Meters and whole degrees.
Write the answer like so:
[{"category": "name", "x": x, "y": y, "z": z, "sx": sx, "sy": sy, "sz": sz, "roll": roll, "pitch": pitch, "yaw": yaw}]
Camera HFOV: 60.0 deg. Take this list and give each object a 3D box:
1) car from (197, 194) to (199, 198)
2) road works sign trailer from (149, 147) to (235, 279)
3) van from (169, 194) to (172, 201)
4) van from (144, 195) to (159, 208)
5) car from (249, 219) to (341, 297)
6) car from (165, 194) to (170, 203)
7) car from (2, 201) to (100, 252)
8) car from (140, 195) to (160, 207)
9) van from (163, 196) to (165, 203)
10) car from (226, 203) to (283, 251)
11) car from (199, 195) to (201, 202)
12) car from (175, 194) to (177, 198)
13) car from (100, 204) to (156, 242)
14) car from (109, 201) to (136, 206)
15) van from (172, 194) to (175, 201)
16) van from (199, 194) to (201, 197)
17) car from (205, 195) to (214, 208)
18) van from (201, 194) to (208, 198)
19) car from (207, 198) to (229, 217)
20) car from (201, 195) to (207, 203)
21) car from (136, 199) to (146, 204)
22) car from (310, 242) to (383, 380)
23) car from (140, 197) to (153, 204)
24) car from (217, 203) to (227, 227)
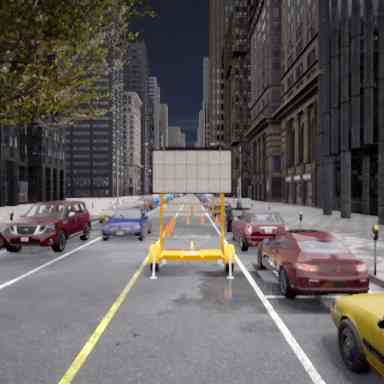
[{"category": "car", "x": 2.775, "y": 1.458, "z": 76.419, "sx": 1.967, "sy": 1.590, "sz": 4.097, "roll": 0, "pitch": 0, "yaw": 0}, {"category": "road works sign trailer", "x": 0.002, "y": 0.463, "z": 10.022, "sx": 2.380, "sy": 3.560, "sz": 2.880, "roll": 0, "pitch": 0, "yaw": 0}, {"category": "van", "x": -5.752, "y": 1.356, "z": 70.734, "sx": 1.690, "sy": 1.788, "sz": 3.998, "roll": 0, "pitch": 0, "yaw": 0}, {"category": "van", "x": -5.755, "y": 1.346, "z": 48.024, "sx": 1.690, "sy": 1.788, "sz": 3.998, "roll": 0, "pitch": 0, "yaw": 0}, {"category": "car", "x": 2.763, "y": 1.581, "z": 8.288, "sx": 1.802, "sy": 1.307, "sz": 4.206, "roll": 0, "pitch": 0, "yaw": 0}, {"category": "car", "x": -5.752, "y": 1.594, "z": 65.056, "sx": 1.802, "sy": 1.307, "sz": 4.206, "roll": 0, "pitch": 0, "yaw": 0}, {"category": "car", "x": -5.761, "y": 1.314, "z": 13.959, "sx": 2.192, "sy": 1.841, "sz": 5.009, "roll": 0, "pitch": 0, "yaw": 0}, {"category": "car", "x": -5.757, "y": 1.318, "z": 42.346, "sx": 2.192, "sy": 1.841, "sz": 5.009, "roll": 0, "pitch": 0, "yaw": 0}, {"category": "van", "x": -5.755, "y": 1.348, "z": 53.702, "sx": 1.690, "sy": 1.788, "sz": 3.998, "roll": 0, "pitch": 0, "yaw": 0}, {"category": "car", "x": 2.764, "y": 1.439, "z": 13.966, "sx": 1.967, "sy": 1.590, "sz": 4.097, "roll": 0, "pitch": 0, "yaw": 0}, {"category": "car", "x": 2.772, "y": 1.554, "z": 59.387, "sx": 1.887, "sy": 1.381, "sz": 4.507, "roll": 0, "pitch": 0, "yaw": 0}, {"category": "car", "x": -5.748, "y": 1.551, "z": 87.596, "sx": 1.752, "sy": 1.417, "sz": 4.829, "roll": 0, "pitch": 0, "yaw": 0}, {"category": "car", "x": -3.097, "y": 1.524, "z": 16.628, "sx": 1.812, "sy": 1.442, "sz": 4.674, "roll": 0, "pitch": 0, "yaw": 0}, {"category": "car", "x": -5.759, "y": 1.525, "z": 25.144, "sx": 1.752, "sy": 1.417, "sz": 4.829, "roll": 0, "pitch": 0, "yaw": 0}, {"category": "van", "x": -5.750, "y": 1.363, "z": 82.089, "sx": 1.690, "sy": 1.788, "sz": 3.998, "roll": 0, "pitch": 0, "yaw": 0}, {"category": "van", "x": 2.772, "y": 1.353, "z": 65.064, "sx": 1.690, "sy": 1.788, "sz": 3.998, "roll": 0, "pitch": 0, "yaw": 0}, {"category": "car", "x": 2.768, "y": 1.442, "z": 36.676, "sx": 1.967, "sy": 1.590, "sz": 4.097, "roll": 0, "pitch": 0, "yaw": 0}, {"category": "van", "x": 2.770, "y": 1.348, "z": 53.710, "sx": 1.690, "sy": 1.788, "sz": 3.998, "roll": 0, "pitch": 0, "yaw": 0}, {"category": "car", "x": 2.767, "y": 1.551, "z": 30.998, "sx": 2.008, "sy": 1.369, "sz": 4.403, "roll": 0, "pitch": 0, "yaw": 0}, {"category": "car", "x": 2.770, "y": 1.555, "z": 48.032, "sx": 2.008, "sy": 1.369, "sz": 4.403, "roll": 0, "pitch": 0, "yaw": 0}, {"category": "car", "x": -5.758, "y": 1.583, "z": 30.992, "sx": 1.802, "sy": 1.307, "sz": 4.206, "roll": 0, "pitch": 0, "yaw": 0}, {"category": "car", "x": 2.762, "y": 1.525, "z": 2.781, "sx": 1.752, "sy": 1.417, "sz": 4.829, "roll": 0, "pitch": 0, "yaw": 0}, {"category": "car", "x": -5.757, "y": 1.584, "z": 36.669, "sx": 1.802, "sy": 1.307, "sz": 4.206, "roll": 0, "pitch": 0, "yaw": 0}, {"category": "car", "x": 2.765, "y": 1.565, "z": 19.644, "sx": 1.947, "sy": 1.339, "sz": 4.313, "roll": 0, "pitch": 0, "yaw": 0}]
